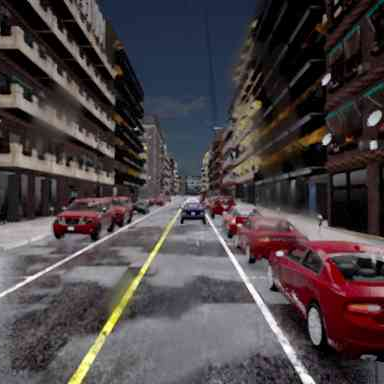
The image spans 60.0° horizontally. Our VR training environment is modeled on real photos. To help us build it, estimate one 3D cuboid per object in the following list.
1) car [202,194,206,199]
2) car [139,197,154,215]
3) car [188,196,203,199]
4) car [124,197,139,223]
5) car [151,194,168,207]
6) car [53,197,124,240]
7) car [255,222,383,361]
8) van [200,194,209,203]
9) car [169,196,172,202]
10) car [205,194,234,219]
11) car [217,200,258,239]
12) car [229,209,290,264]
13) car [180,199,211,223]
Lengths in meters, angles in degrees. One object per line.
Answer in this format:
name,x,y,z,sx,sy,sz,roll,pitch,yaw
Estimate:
car,2.523,1.385,39.180,1.967,1.590,4.097,1,0,0
car,-5.322,1.515,33.702,1.947,1.339,4.313,1,0,0
car,0.073,1.470,41.894,1.812,1.442,4.674,0,0,0
car,-5.307,1.276,22.639,2.192,1.841,5.009,1,0,0
car,-5.330,1.261,50.291,2.192,1.841,5.009,1,0,0
car,-5.303,1.284,17.109,2.192,1.841,5.009,1,0,0
car,2.581,1.531,5.993,1.887,1.381,4.507,1,0,0
van,2.502,1.301,66.837,1.690,1.788,3.998,1,0,0
car,-5.354,1.552,72.416,1.802,1.307,4.206,1,0,0
car,2.535,1.267,28.116,2.192,1.841,5.009,1,0,0
car,2.582,1.408,17.055,1.967,1.590,4.097,1,0,0
car,2.577,1.521,11.523,1.887,1.381,4.507,1,0,0
car,0.082,1.504,24.984,2.033,1.411,5.357,0,0,0
